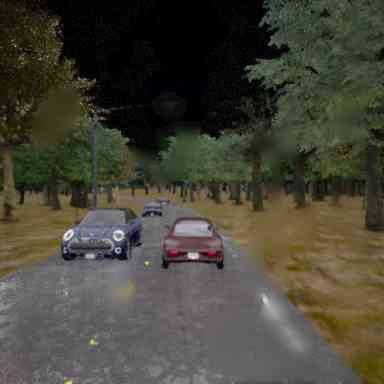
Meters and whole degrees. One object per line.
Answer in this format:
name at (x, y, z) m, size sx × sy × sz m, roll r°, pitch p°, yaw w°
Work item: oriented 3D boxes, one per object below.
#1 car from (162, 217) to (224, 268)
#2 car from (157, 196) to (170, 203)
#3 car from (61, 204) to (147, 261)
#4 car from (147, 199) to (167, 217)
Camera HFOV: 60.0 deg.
car at (0.017, 1.562, 11.282) m, size 1.812 × 1.442 × 4.674 m, roll 1°, pitch 0°, yaw 0°
car at (-6.195, 1.766, 75.545) m, size 1.994 × 1.385 × 4.181 m, roll 0°, pitch 0°, yaw -11°
car at (-3.107, 1.363, 12.332) m, size 2.097 × 1.767 × 4.553 m, roll 1°, pitch 0°, yaw 0°
car at (-3.823, 1.694, 33.305) m, size 2.033 × 1.411 × 5.357 m, roll 0°, pitch 0°, yaw -3°
